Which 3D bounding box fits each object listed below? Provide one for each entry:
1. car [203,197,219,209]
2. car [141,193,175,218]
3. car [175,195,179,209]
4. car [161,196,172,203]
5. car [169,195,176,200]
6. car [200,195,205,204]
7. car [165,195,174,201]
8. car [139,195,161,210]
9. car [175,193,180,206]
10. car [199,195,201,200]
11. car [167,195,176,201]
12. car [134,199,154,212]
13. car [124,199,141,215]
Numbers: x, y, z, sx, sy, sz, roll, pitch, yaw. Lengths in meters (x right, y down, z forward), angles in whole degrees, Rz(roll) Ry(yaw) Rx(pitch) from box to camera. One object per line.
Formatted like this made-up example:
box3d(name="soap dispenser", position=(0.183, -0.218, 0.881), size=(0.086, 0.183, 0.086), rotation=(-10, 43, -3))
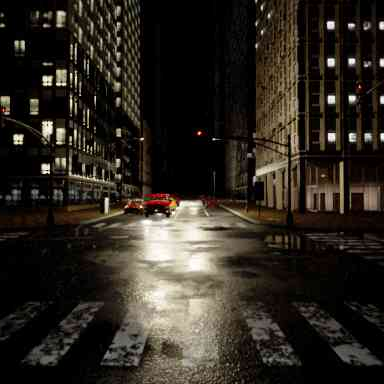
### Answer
box3d(name="car", position=(2.766, 1.598, 44.997), size=(1.802, 1.307, 4.206), rotation=(1, 0, 0))
box3d(name="car", position=(-3.050, 1.232, 31.125), size=(2.150, 2.045, 5.566), rotation=(0, 0, 0))
box3d(name="car", position=(-3.040, 1.493, 41.552), size=(1.882, 1.535, 5.008), rotation=(0, 0, 0))
box3d(name="car", position=(-5.574, 1.572, 72.822), size=(1.887, 1.381, 4.507), rotation=(1, 0, 0))
box3d(name="car", position=(-5.544, 1.603, 95.123), size=(1.947, 1.339, 4.313), rotation=(1, 0, 0))
box3d(name="car", position=(2.783, 1.546, 56.322), size=(1.752, 1.417, 4.829), rotation=(1, 0, 0))
box3d(name="car", position=(-5.559, 1.577, 83.973), size=(1.887, 1.381, 4.507), rotation=(1, 0, 0))
box3d(name="car", position=(-5.609, 1.331, 44.947), size=(2.192, 1.841, 5.009), rotation=(1, 0, 0))
box3d(name="car", position=(-3.018, 1.240, 52.051), size=(2.150, 2.045, 5.566), rotation=(0, 0, 0))
box3d(name="car", position=(2.790, 1.589, 61.730), size=(1.947, 1.339, 4.313), rotation=(1, 0, 0))
box3d(name="car", position=(-5.551, 1.585, 89.548), size=(2.008, 1.369, 4.403), rotation=(1, 0, 0))
box3d(name="car", position=(-5.622, 1.596, 39.371), size=(1.802, 1.307, 4.206), rotation=(1, 0, 0))
box3d(name="car", position=(-5.627, 1.452, 33.796), size=(1.967, 1.590, 4.097), rotation=(1, 0, 0))
